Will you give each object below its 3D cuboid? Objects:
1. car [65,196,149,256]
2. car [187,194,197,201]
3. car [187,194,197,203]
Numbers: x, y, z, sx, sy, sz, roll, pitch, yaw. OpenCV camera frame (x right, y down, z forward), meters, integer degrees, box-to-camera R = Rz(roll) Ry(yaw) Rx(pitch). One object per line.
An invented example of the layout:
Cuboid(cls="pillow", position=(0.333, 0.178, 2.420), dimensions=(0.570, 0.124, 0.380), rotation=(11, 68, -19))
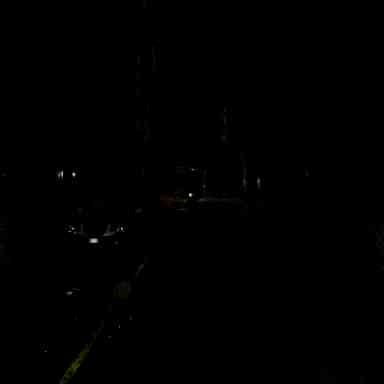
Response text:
Cuboid(cls="car", position=(-3.073, 1.181, 13.228), dimensions=(2.150, 2.045, 5.566), rotation=(0, 0, 0))
Cuboid(cls="car", position=(-0.022, 1.199, 77.380), dimensions=(2.128, 1.511, 4.902), rotation=(0, 0, 0))
Cuboid(cls="car", position=(-0.019, 1.423, 67.375), dimensions=(1.994, 1.385, 4.181), rotation=(0, 0, 0))
